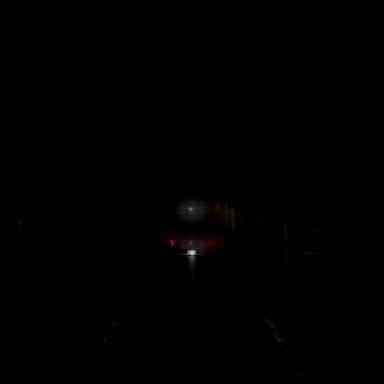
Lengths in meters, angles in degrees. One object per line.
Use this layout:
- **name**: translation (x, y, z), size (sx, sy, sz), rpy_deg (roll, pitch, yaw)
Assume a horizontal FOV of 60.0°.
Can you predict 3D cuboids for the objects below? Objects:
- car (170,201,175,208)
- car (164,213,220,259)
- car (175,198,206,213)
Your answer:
- **car**: translation (-2.812, 2.227, 58.984), size (1.895, 1.301, 4.718), rpy_deg (0, -1, 1)
- **car**: translation (0.016, 1.740, 13.256), size (1.895, 1.301, 4.718), rpy_deg (0, -1, 0)
- **car**: translation (0.006, 1.513, 27.581), size (2.150, 2.045, 5.566), rpy_deg (0, 0, 0)
